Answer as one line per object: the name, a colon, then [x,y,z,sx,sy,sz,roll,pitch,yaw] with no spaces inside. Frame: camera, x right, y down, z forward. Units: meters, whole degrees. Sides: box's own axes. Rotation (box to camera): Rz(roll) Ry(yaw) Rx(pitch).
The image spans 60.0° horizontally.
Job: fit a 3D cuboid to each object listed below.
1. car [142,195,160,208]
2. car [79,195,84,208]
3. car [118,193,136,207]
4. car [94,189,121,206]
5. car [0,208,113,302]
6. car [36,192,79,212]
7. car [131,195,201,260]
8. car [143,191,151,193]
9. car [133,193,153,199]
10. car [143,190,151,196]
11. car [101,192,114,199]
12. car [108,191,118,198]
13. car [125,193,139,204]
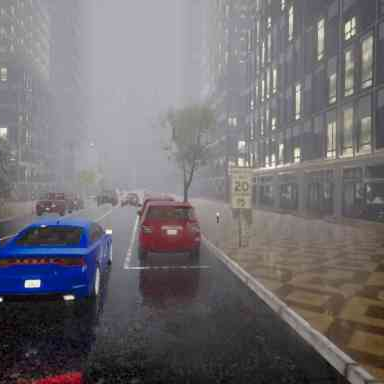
car: [-4.936,1.134,39.520,2.008,1.369,4.403,1,1,-8]
car: [-11.955,0.979,32.907,1.967,1.590,4.097,1,1,-8]
car: [-7.662,1.130,40.950,1.895,1.301,4.718,1,1,-8]
car: [-10.731,0.689,42.564,2.150,2.045,5.566,1,1,-8]
car: [-3.070,1.388,8.135,1.882,1.535,5.008,1,1,-8]
car: [-11.172,0.918,27.402,2.192,1.841,5.009,1,1,-8]
car: [-0.917,1.220,12.022,2.192,1.841,5.009,1,1,-8]
car: [-7.280,0.940,56.030,1.887,1.381,4.507,1,1,-8]
car: [-1.794,1.155,17.510,2.192,1.841,5.009,1,1,-8]
car: [-12.746,0.277,94.549,2.192,1.841,5.009,1,1,-8]
car: [-16.644,0.713,65.927,2.008,1.369,4.403,1,1,-8]
car: [-18.204,0.478,76.932,1.967,1.590,4.097,1,1,-8]
car: [-9.108,0.893,50.801,1.882,1.535,5.008,1,1,-8]
